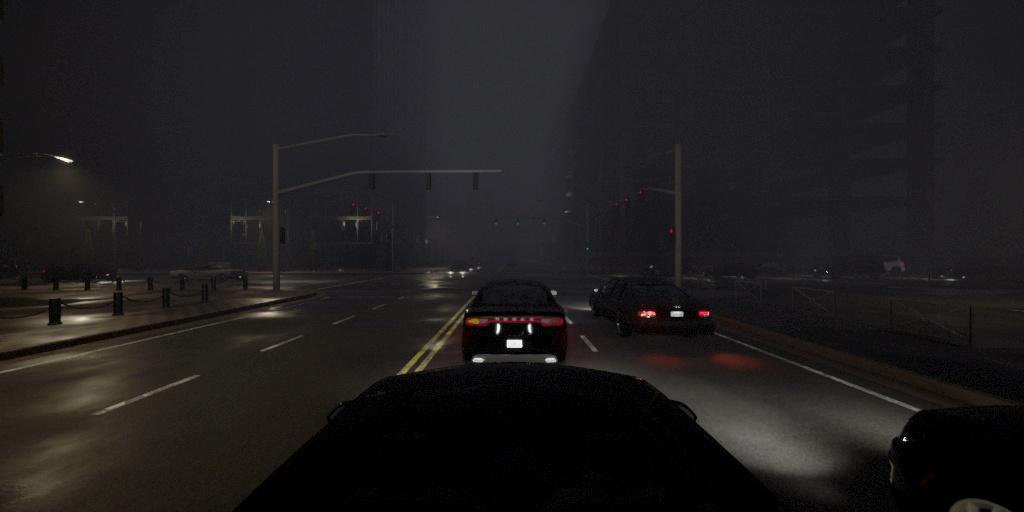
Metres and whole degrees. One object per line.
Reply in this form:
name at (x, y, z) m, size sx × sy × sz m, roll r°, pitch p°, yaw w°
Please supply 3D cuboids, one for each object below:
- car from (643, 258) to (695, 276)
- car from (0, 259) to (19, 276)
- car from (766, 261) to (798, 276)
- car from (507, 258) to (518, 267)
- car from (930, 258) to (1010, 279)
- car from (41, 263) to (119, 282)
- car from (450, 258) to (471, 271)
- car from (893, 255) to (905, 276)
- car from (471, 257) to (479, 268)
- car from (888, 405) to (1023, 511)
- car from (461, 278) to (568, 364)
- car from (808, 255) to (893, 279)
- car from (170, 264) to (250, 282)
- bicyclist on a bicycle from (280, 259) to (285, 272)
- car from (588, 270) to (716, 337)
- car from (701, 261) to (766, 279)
car at (15.232, 1.042, 35.012) m, size 4.553 × 1.767 × 2.097 m, roll 0°, pitch 0°, yaw 0°
car at (-51.174, 1.042, 34.769) m, size 4.553 × 1.767 × 2.097 m, roll 0°, pitch 0°, yaw 1°
car at (24.701, 1.238, 35.024) m, size 5.357 × 1.411 × 2.033 m, roll 0°, pitch 0°, yaw 0°
car at (0.112, 1.343, 64.417) m, size 1.895 × 1.301 × 4.718 m, roll 0°, pitch 0°, yaw 0°
car at (39.915, 1.168, 31.554) m, size 5.008 × 1.535 × 1.882 m, roll 0°, pitch 0°, yaw 0°
car at (-32.914, 1.255, 27.390) m, size 4.181 × 1.385 × 1.994 m, roll 0°, pitch 0°, yaw -1°
car at (-7.090, 1.222, 48.495) m, size 1.882 × 1.535 × 5.008 m, roll 0°, pitch 0°, yaw 0°
car at (34.892, 0.912, 35.053) m, size 5.566 × 2.045 × 2.150 m, roll 0°, pitch 0°, yaw 0°
car at (-7.076, 1.290, 59.008) m, size 2.033 × 1.411 × 5.357 m, roll 0°, pitch 0°, yaw 0°
car at (3.600, 1.255, 0.492) m, size 1.837 × 1.490 × 4.892 m, roll 0°, pitch 0°, yaw 0°
car at (0.056, 1.227, 8.108) m, size 1.882 × 1.535 × 5.008 m, roll 0°, pitch 0°, yaw 0°
car at (29.423, 0.913, 31.537) m, size 5.566 × 2.045 × 2.150 m, roll 0°, pitch 0°, yaw 0°
car at (-22.946, 1.292, 27.355) m, size 4.718 × 1.301 × 1.895 m, roll 0°, pitch 0°, yaw 0°
bicyclist on a bicycle at (-25.405, 0.990, 39.319) m, size 0.582 × 1.620 × 1.656 m, roll 0°, pitch 0°, yaw 0°
car at (3.572, 1.296, 10.231) m, size 2.033 × 1.411 × 5.357 m, roll 0°, pitch 0°, yaw 0°
car at (19.157, 1.216, 31.484) m, size 4.674 × 1.442 × 1.812 m, roll 0°, pitch 0°, yaw 0°
